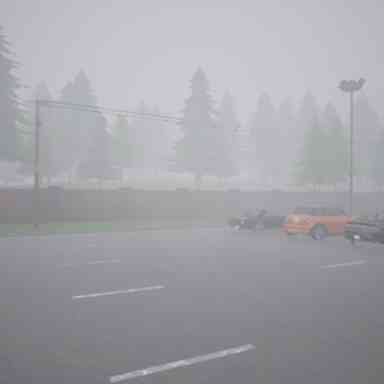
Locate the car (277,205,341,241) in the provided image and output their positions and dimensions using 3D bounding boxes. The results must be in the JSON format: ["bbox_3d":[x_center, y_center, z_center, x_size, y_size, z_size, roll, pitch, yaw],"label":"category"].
[{"bbox_3d":[7.118,1.490,17.541,4.553,1.767,2.097,1,0,-26],"label":"car"}]

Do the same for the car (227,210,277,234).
[{"bbox_3d":[4.620,1.734,20.216,4.718,1.301,1.895,1,0,-26],"label":"car"}]

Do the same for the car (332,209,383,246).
[{"bbox_3d":[8.824,1.626,14.475,4.902,1.511,2.128,1,0,-26],"label":"car"}]
